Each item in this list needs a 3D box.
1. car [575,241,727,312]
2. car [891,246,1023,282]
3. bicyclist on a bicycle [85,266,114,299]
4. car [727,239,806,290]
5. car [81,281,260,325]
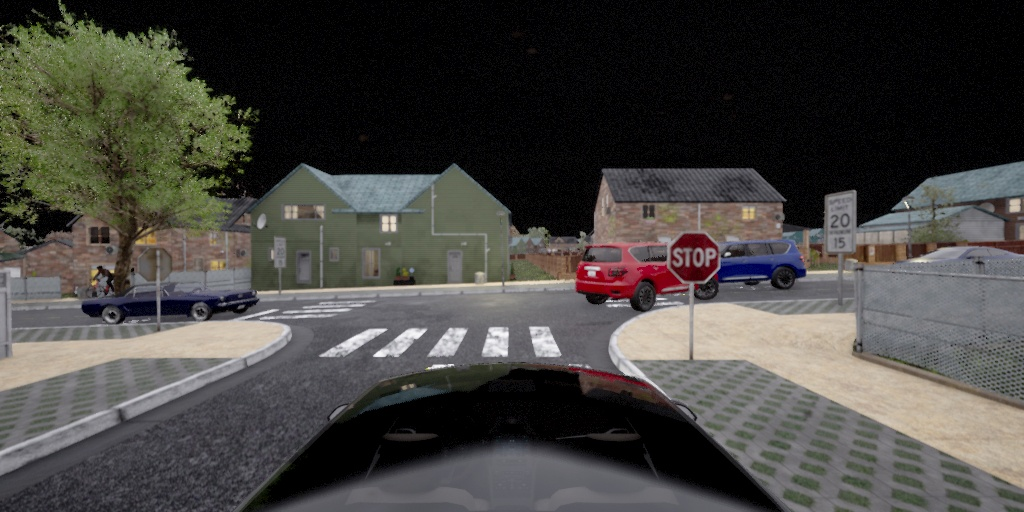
[{"bbox_3d":[4.668,0.552,12.243,5.566,2.045,2.150,-2,2,-33],"label":"car"},{"bbox_3d":[19.075,0.327,15.329,4.674,1.442,1.812,-2,0,0],"label":"car"},{"bbox_3d":[-20.897,1.306,18.366,0.582,1.620,1.656,0,3,0],"label":"bicyclist on a bicycle"},{"bbox_3d":[9.280,0.382,15.262,5.566,2.045,2.150,-2,1,-2],"label":"car"},{"bbox_3d":[-11.645,1.547,12.505,4.718,1.301,1.895,-2,0,0],"label":"car"}]
